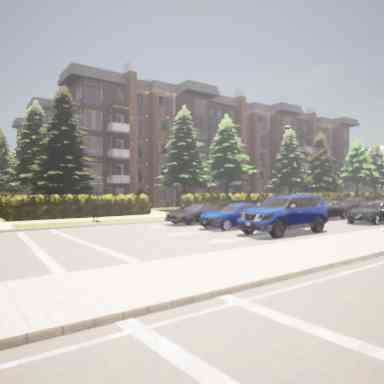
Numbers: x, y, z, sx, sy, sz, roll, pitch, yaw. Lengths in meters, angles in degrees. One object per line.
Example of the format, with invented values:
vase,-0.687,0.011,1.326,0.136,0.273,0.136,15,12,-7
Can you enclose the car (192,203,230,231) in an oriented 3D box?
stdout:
car,2.731,1.432,20.241,5.008,1.535,1.882,0,0,-36

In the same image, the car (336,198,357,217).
car,10.321,1.414,25.797,4.902,1.511,2.128,0,0,-36

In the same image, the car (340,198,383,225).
car,12.718,1.425,23.213,4.892,1.490,1.837,0,0,-36

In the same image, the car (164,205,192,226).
car,0.757,1.503,23.135,5.357,1.411,2.033,0,0,-36

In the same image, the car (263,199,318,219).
car,8.613,1.399,28.879,5.008,1.535,1.882,0,0,-36

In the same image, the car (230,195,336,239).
car,4.904,1.175,17.497,5.566,2.045,2.150,0,0,-36
